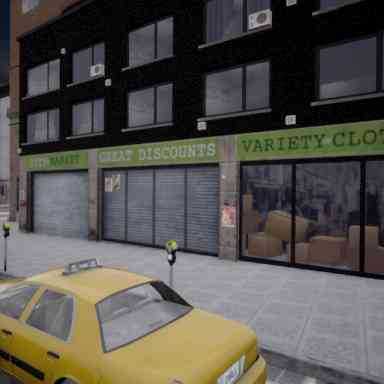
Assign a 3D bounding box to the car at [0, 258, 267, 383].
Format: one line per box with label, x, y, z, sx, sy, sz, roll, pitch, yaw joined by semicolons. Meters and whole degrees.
car;-1.540;1.524;4.190;4.829;1.417;1.752;0;1;36
